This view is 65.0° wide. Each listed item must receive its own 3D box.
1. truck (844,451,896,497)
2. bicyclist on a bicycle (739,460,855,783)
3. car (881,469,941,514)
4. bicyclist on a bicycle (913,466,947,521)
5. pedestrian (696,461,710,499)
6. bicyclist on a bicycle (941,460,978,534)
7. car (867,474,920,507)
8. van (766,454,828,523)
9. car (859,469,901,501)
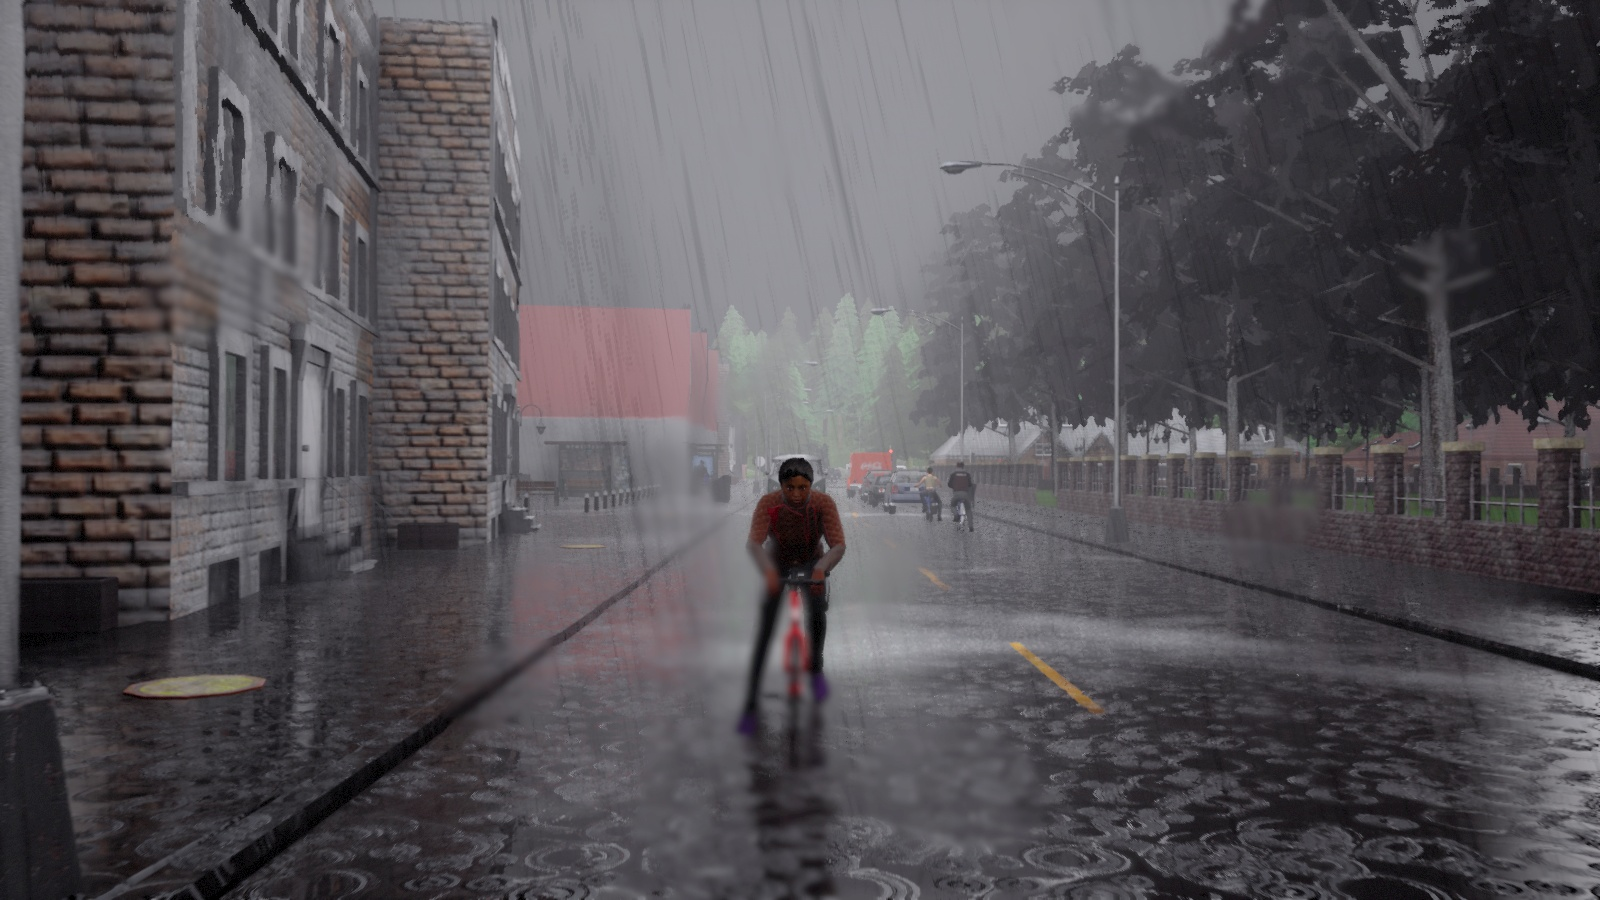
[{"bbox_3d":[3.871,1.358,70.261,2.627,2.467,5.204,0,-1,0],"label":"truck"},{"bbox_3d":[-0.018,0.871,7.149,0.582,1.620,1.656,0,-1,0],"label":"bicyclist on a bicycle"},{"bbox_3d":[3.898,1.440,44.588,1.789,1.549,3.705,0,-1,0],"label":"car"},{"bbox_3d":[3.904,1.298,37.874,0.866,1.612,1.509,0,-1,0],"label":"bicyclist on a bicycle"},{"bbox_3d":[-4.676,1.443,60.609,0.431,1.840,0.703,0,-1,16],"label":"pedestrian"},{"bbox_3d":[3.924,1.128,30.949,0.659,1.776,1.843,0,-1,0],"label":"bicyclist on a bicycle"},{"bbox_3d":[3.891,1.688,53.040,1.895,1.301,4.718,0,-1,0],"label":"car"},{"bbox_3d":[-0.093,1.142,38.693,1.775,1.987,4.442,0,-1,0],"label":"van"},{"bbox_3d":[3.882,1.692,61.496,1.789,1.549,3.705,0,-1,0],"label":"car"}]
